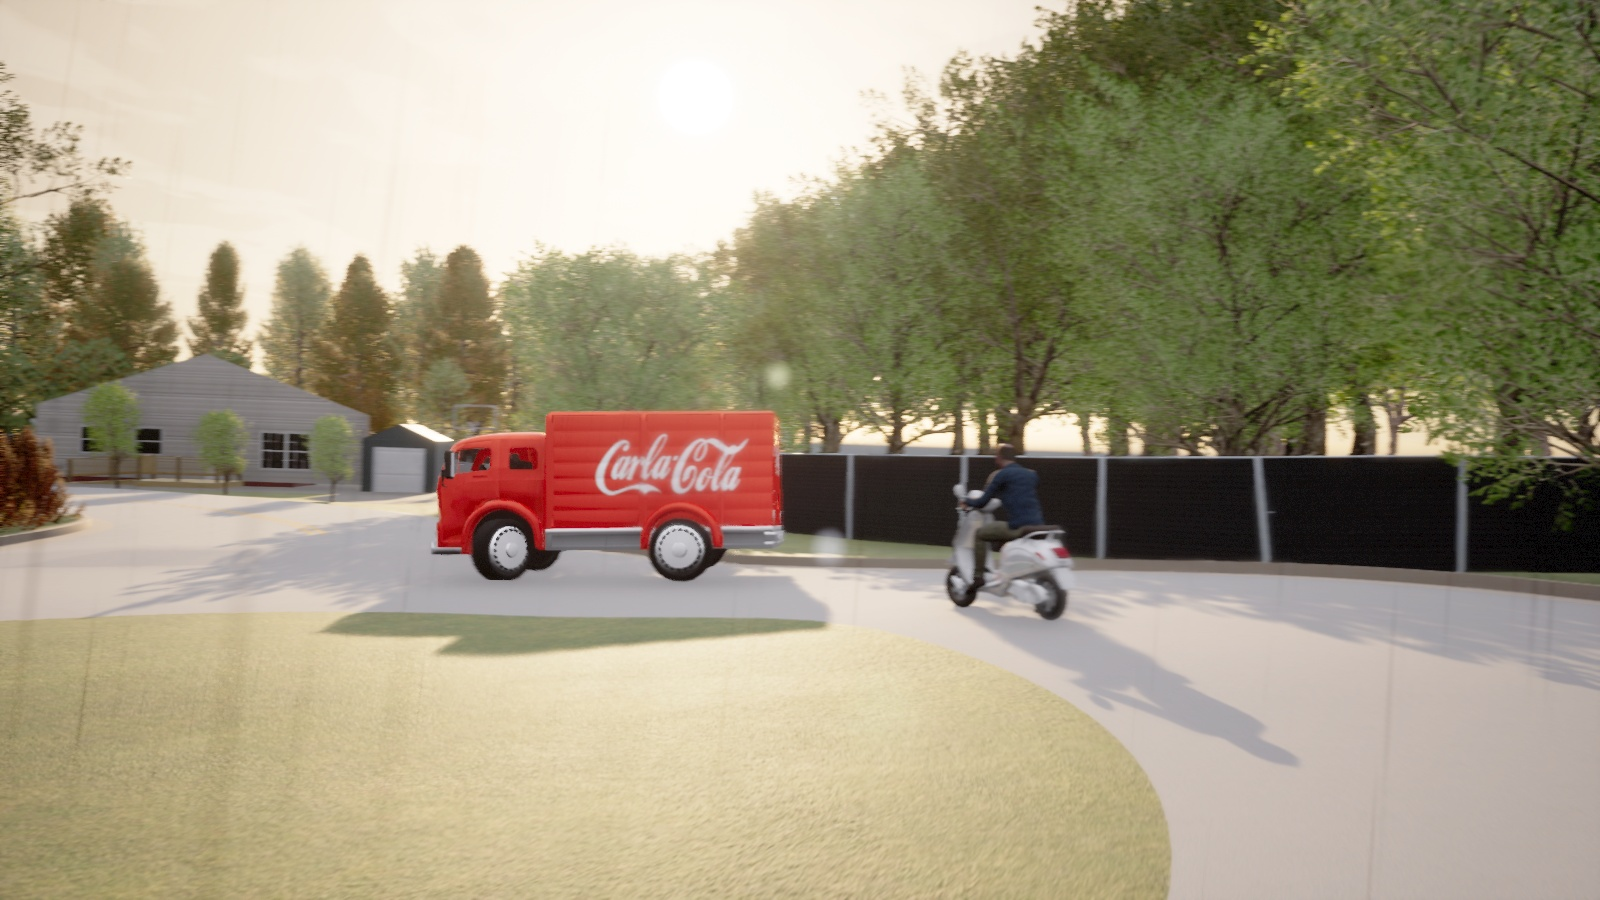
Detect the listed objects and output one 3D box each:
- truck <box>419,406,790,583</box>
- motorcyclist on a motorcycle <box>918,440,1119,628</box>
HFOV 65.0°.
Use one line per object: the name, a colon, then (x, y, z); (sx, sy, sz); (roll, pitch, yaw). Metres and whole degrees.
truck: (-2.824, 0.709, 19.256); (5.204, 2.467, 2.627); (-1, -3, 2)
motorcyclist on a motorcycle: (1.977, 0.730, 11.651); (0.866, 1.590, 1.817); (0, -1, -28)
